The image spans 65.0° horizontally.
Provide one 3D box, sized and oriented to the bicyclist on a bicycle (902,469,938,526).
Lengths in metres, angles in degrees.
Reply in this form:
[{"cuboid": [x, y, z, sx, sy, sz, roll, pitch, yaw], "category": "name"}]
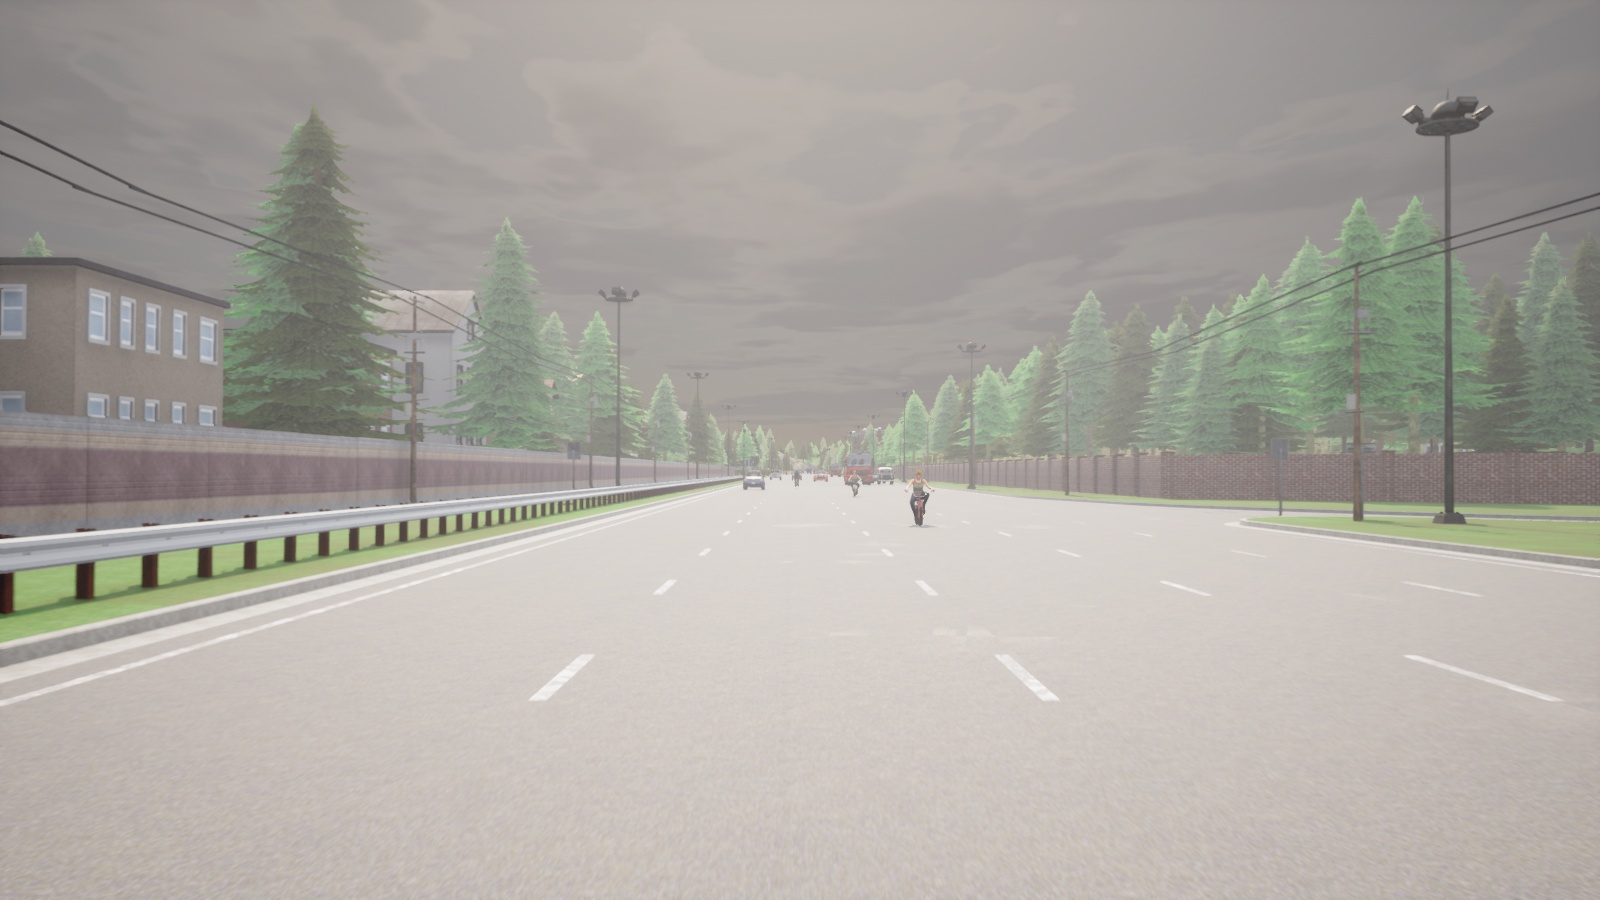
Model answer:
[{"cuboid": [3.409, 1.338, 35.859, 0.866, 1.612, 1.509, 0, -1, 0], "category": "bicyclist on a bicycle"}]
